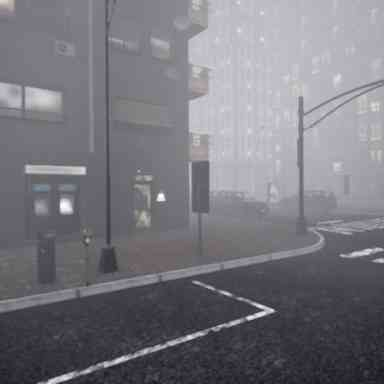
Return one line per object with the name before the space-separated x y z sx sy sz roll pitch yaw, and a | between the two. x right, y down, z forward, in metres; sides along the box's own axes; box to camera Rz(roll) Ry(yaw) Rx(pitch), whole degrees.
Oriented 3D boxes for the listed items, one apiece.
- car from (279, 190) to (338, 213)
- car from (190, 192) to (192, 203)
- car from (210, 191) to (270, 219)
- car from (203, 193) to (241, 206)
car | 9.814 0.759 28.286 2.192 1.841 5.009 1 1 -36
car | 0.033 0.700 41.755 1.947 1.339 4.313 1 1 -36
car | 3.068 0.833 23.315 2.192 1.841 5.009 1 1 -36
car | 3.292 0.804 37.266 1.947 1.339 4.313 1 1 -36
